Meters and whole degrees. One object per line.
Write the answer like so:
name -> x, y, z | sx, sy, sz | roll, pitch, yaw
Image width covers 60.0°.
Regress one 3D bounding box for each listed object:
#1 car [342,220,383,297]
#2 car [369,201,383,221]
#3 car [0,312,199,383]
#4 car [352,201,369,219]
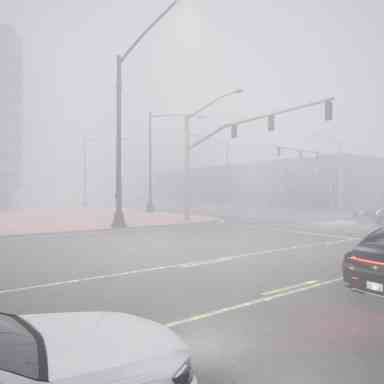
car -> 5.376, 1.505, 7.574 | 4.892, 1.490, 1.837 | 0, 0, -35
car -> 14.518, 1.352, 22.851 | 4.553, 1.767, 2.097 | 0, 0, -35
car -> -2.103, 1.526, 2.248 | 4.674, 1.442, 1.812 | 0, 0, -35
car -> 15.258, 1.491, 27.666 | 4.902, 1.511, 2.128 | 0, 0, -35
